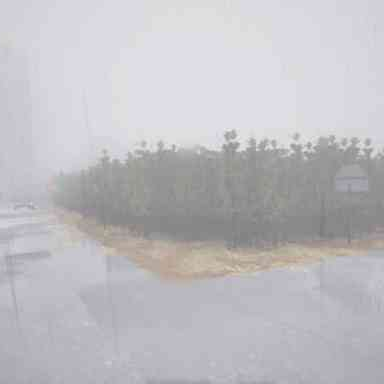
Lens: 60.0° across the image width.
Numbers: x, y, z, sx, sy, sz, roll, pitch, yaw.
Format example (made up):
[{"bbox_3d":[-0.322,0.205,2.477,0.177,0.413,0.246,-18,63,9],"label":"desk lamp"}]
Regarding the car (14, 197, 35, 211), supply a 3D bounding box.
[{"bbox_3d":[-17.717,1.193,35.097,1.895,1.301,4.718,-2,2,-29],"label":"car"}]
